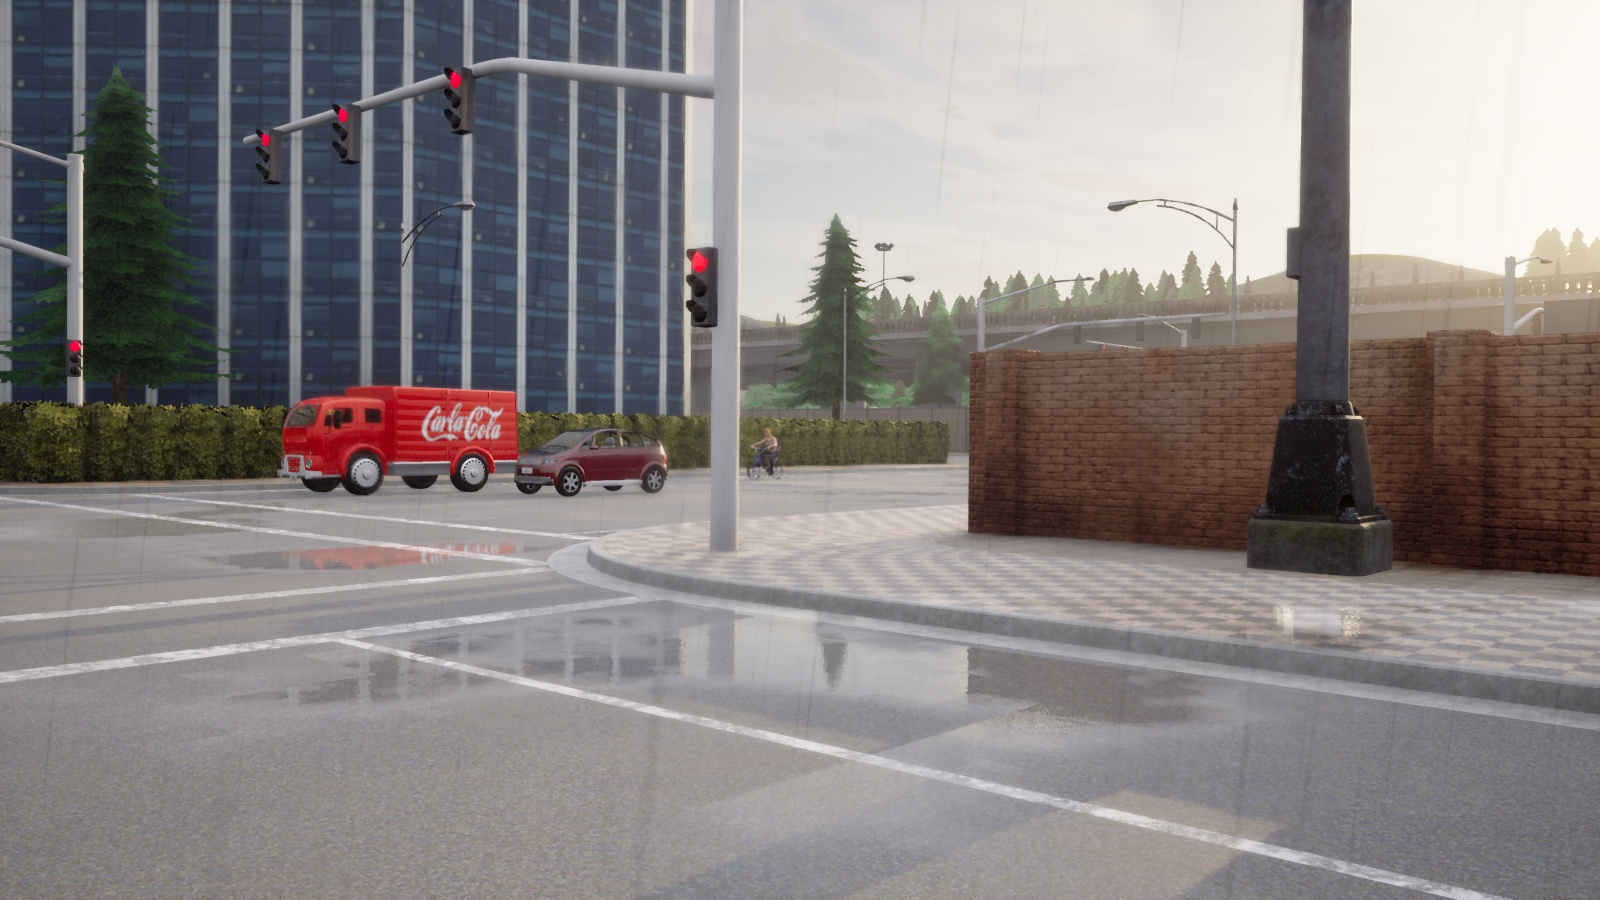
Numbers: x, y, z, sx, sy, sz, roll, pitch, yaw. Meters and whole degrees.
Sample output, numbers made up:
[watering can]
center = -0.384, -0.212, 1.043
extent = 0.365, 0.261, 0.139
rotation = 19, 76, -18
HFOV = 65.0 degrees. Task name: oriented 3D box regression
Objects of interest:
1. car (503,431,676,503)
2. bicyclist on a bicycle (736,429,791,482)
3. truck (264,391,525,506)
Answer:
[car]
center = -4.882, 0.352, 29.483
extent = 1.789, 1.549, 3.705
rotation = 0, 1, 41
[bicyclist on a bicycle]
center = -1.125, 0.148, 38.822
extent = 1.509, 1.612, 0.866
rotation = -1, 2, -45
[truck]
center = -9.437, -0.074, 29.588
extent = 2.627, 2.467, 5.204
rotation = 0, 1, 41
